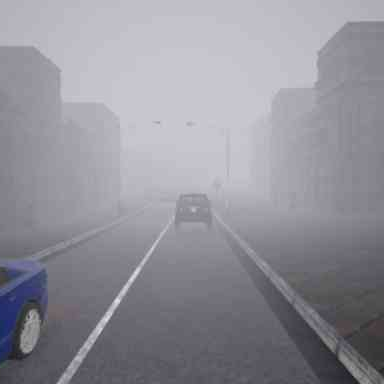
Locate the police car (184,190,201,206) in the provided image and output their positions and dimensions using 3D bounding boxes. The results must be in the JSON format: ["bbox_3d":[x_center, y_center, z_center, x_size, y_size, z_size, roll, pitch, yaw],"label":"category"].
[{"bbox_3d":[0.074,0.685,41.132,1.930,1.638,5.238,0,3,0],"label":"police car"}]

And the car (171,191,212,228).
[{"bbox_3d":[0.084,1.081,20.876,2.150,2.045,5.566,0,0,0],"label":"car"}]

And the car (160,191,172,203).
[{"bbox_3d":[-3.121,0.632,44.127,2.033,1.411,5.357,0,4,0],"label":"car"}]

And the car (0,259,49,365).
[{"bbox_3d":[-3.102,1.456,3.027,1.882,1.535,5.008,0,0,0],"label":"car"}]
